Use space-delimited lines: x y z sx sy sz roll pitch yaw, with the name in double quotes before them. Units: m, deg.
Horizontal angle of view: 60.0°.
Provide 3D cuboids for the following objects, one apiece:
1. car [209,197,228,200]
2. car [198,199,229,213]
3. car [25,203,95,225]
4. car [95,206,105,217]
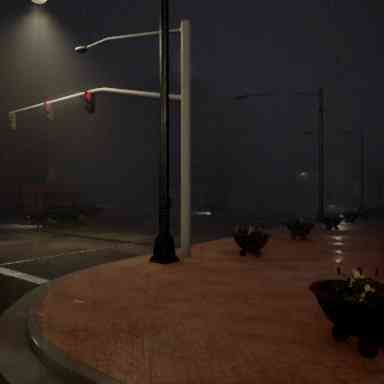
"car" 3.679 1.763 51.582 2.150 2.045 5.566 0 -1 36
"car" 2.596 2.004 44.028 1.994 1.385 4.181 0 -1 35
"car" -10.293 1.635 25.711 1.837 1.490 4.892 0 0 36
"car" -10.744 1.726 31.153 2.033 1.411 5.357 0 -1 35
